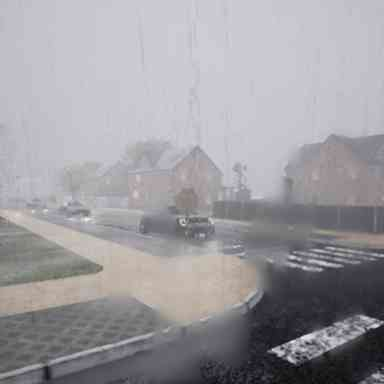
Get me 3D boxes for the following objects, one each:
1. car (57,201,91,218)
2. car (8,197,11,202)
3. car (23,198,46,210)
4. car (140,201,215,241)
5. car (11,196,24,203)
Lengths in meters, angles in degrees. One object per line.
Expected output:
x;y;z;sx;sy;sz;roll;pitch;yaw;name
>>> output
-11.248;1.574;31.315;2.033;1.411;5.357;1;-1;-36;car
-42.895;1.784;79.816;2.033;1.411;5.357;1;-1;-36;car
-21.147;1.591;45.136;1.812;1.442;4.674;1;-1;-36;car
-0.837;1.387;16.957;2.097;1.767;4.553;1;-1;-36;car
-36.998;1.653;71.689;1.994;1.385;4.181;1;-1;-36;car
